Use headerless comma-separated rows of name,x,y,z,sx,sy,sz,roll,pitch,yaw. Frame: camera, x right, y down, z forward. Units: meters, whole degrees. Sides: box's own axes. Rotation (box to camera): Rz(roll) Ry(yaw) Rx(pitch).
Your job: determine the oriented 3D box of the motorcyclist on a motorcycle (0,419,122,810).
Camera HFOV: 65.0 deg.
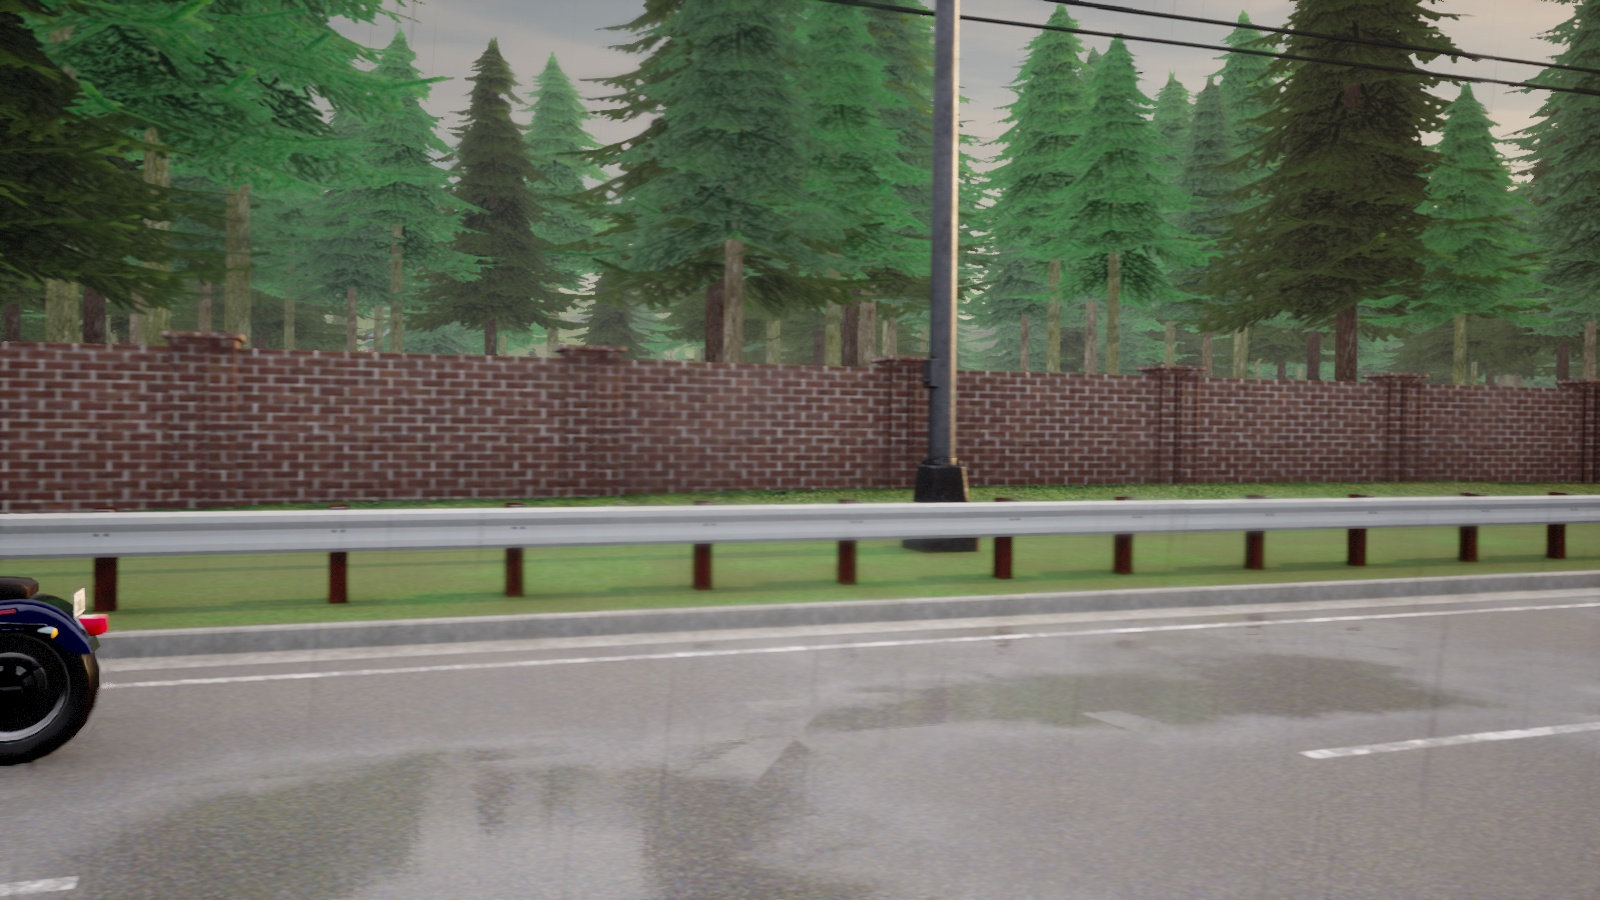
motorcyclist on a motorcycle,-4.293,0.708,5.353,2.350,1.649,0.766,-1,1,-21
